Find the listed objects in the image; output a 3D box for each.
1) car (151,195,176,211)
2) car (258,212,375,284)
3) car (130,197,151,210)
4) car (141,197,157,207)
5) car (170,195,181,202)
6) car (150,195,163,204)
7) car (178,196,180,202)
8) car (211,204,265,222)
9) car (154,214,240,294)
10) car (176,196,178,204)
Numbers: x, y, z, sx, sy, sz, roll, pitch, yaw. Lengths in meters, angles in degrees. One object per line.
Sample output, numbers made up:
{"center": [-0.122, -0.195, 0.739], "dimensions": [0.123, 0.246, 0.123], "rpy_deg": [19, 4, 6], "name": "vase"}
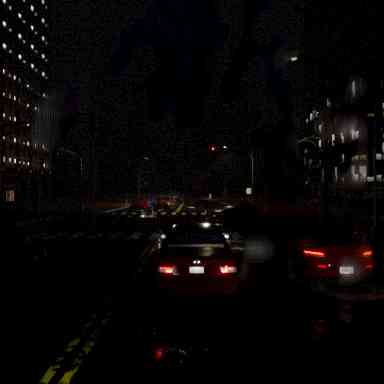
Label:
{"center": [-3.407, 1.319, 40.655], "dimensions": [2.097, 1.767, 4.553], "rpy_deg": [0, 0, 0], "name": "car"}
{"center": [3.336, 1.522, 9.489], "dimensions": [1.812, 1.442, 4.674], "rpy_deg": [0, 0, 0], "name": "car"}
{"center": [-6.662, 1.441, 42.276], "dimensions": [1.882, 1.535, 5.008], "rpy_deg": [0, 0, 0], "name": "car"}
{"center": [-6.676, 1.470, 52.197], "dimensions": [1.812, 1.442, 4.674], "rpy_deg": [0, 0, 0], "name": "car"}
{"center": [-3.468, 1.455, 70.669], "dimensions": [1.994, 1.385, 4.181], "rpy_deg": [0, 0, -1], "name": "car"}
{"center": [-6.681, 1.427, 62.562], "dimensions": [1.837, 1.490, 4.892], "rpy_deg": [0, 0, 0], "name": "car"}
{"center": [-3.429, 1.419, 59.605], "dimensions": [2.128, 1.511, 4.902], "rpy_deg": [0, 0, 0], "name": "car"}
{"center": [3.468, 1.575, 25.178], "dimensions": [4.181, 1.385, 1.994], "rpy_deg": [0, 0, -22], "name": "car"}
{"center": [0.087, 1.544, 8.904], "dimensions": [2.033, 1.411, 5.357], "rpy_deg": [0, 0, 0], "name": "car"}
{"center": [-3.419, 1.455, 49.547], "dimensions": [1.837, 1.490, 4.892], "rpy_deg": [0, 0, 0], "name": "car"}
